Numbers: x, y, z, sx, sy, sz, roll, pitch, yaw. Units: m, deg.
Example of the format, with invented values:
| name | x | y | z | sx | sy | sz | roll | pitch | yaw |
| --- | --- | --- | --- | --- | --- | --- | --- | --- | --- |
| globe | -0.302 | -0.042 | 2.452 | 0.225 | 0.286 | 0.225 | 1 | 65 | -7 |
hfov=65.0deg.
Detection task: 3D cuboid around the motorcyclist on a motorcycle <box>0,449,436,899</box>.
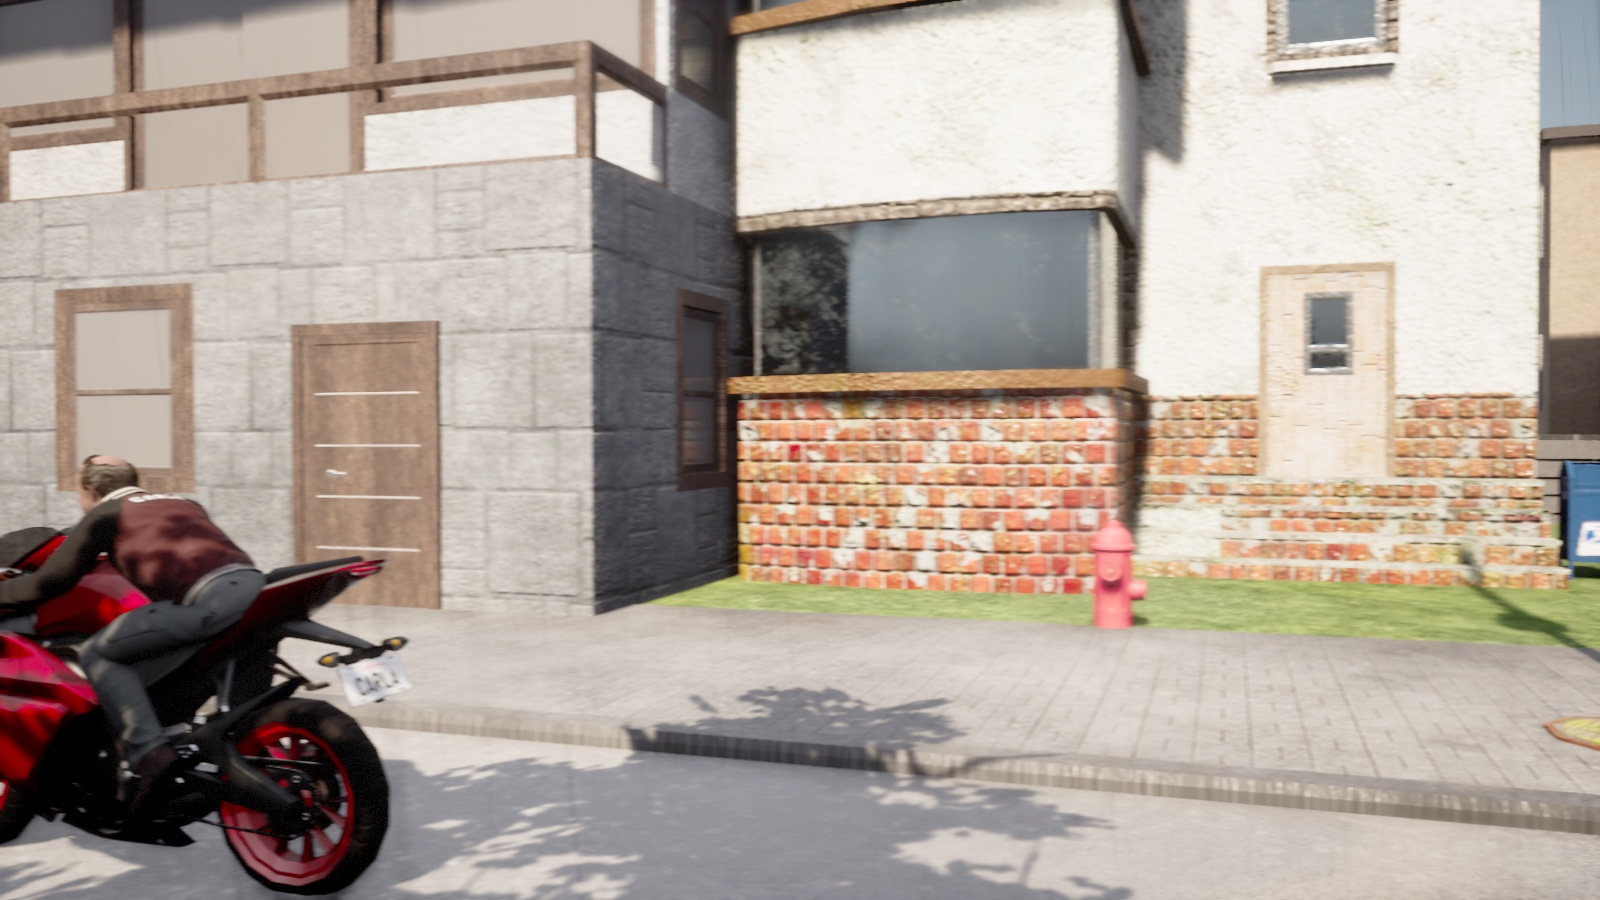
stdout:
| name | x | y | z | sx | sy | sz | roll | pitch | yaw |
| --- | --- | --- | --- | --- | --- | --- | --- | --- | --- |
| motorcyclist on a motorcycle | -2.526 | 0.776 | 4.596 | 2.191 | 1.530 | 0.866 | 1 | 1 | 19 |
